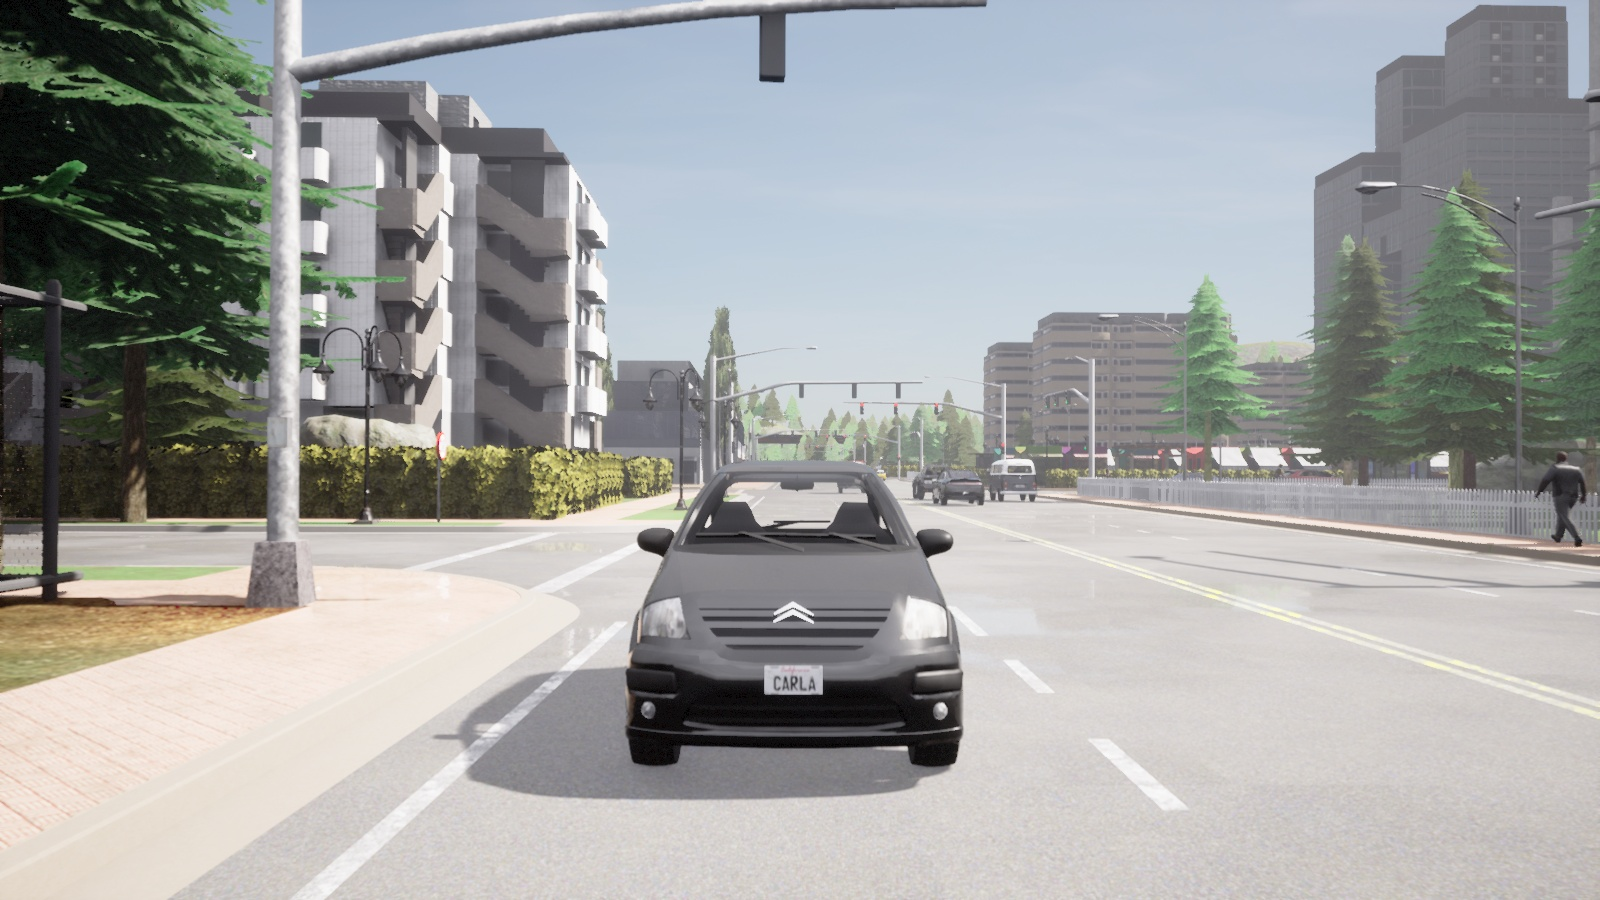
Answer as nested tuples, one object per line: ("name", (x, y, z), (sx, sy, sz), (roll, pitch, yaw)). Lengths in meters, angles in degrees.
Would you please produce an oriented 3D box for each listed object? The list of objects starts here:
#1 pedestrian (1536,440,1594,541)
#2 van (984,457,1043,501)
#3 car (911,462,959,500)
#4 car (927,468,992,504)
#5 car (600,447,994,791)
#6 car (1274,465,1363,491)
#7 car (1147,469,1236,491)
("pedestrian", (14.457, 0.758, 23.747), (0.563, 1.883, 0.849), (0, -1, 2))
("van", (10.339, 1.383, 61.134), (2.069, 2.038, 4.480), (0, -1, 0))
("car", (6.830, 1.528, 63.721), (1.932, 1.855, 4.605), (0, -1, 0))
("car", (6.858, 1.533, 54.500), (2.128, 1.511, 4.902), (0, -1, 0))
("car", (-0.022, 0.825, 7.926), (1.851, 1.617, 3.988), (0, -1, 0))
("car", (33.302, 1.784, 80.775), (4.856, 1.649, 2.033), (0, -1, -2))
("car", (26.176, 1.978, 84.075), (5.357, 1.411, 2.033), (0, -1, -1))
